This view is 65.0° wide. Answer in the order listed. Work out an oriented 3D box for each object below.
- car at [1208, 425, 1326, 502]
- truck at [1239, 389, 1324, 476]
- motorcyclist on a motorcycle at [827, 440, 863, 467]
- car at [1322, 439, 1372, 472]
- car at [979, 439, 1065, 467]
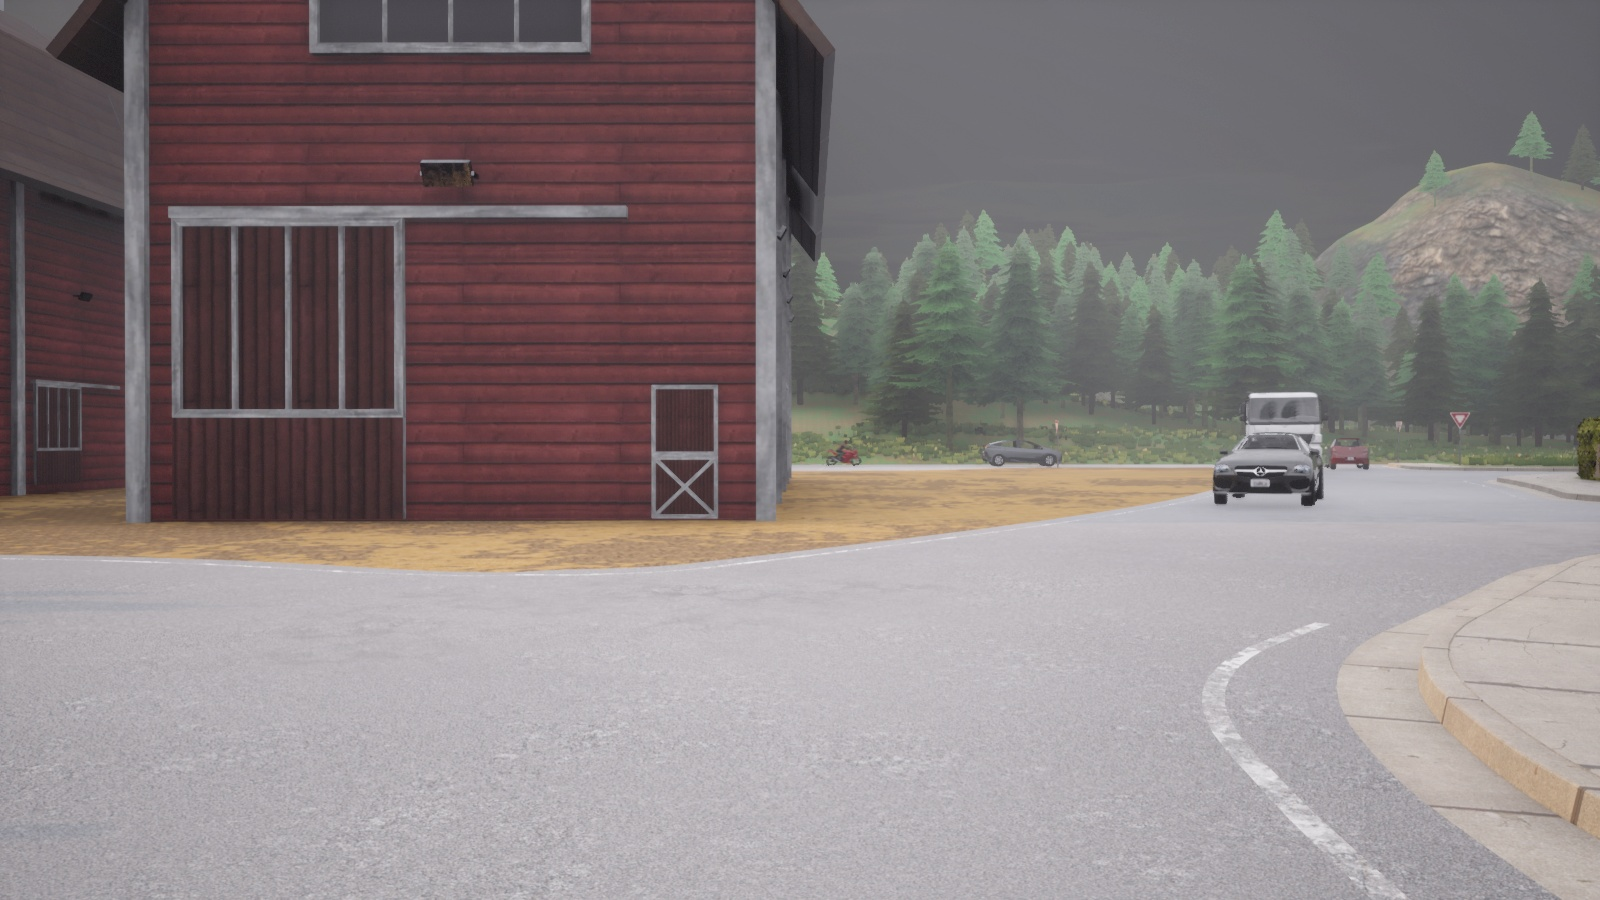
[{"bbox_3d":[11.013,0.266,29.376,2.152,1.651,5.027,0,1,25],"label":"car"},{"bbox_3d":[20.625,-0.730,54.166,2.891,3.462,7.936,0,0,17],"label":"truck"},{"bbox_3d":[2.567,0.185,71.384,2.044,1.523,0.797,0,0,1],"label":"motorcyclist on a motorcycle"},{"bbox_3d":[25.936,0.222,59.653,1.845,1.501,3.633,0,1,18],"label":"car"},{"bbox_3d":[12.558,0.158,71.235,4.514,1.525,2.007,0,0,1],"label":"car"}]
